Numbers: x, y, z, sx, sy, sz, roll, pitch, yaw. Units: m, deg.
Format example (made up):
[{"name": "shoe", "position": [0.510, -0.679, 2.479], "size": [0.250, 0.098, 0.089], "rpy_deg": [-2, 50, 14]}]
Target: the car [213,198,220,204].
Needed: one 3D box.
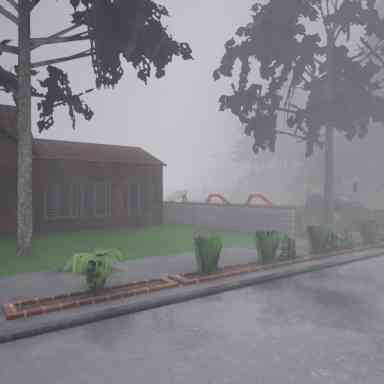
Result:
[{"name": "car", "position": [2.349, 1.547, 54.453], "size": [2.033, 1.411, 5.357], "rpy_deg": [0, 0, -36]}]

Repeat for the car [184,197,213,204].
[{"name": "car", "position": [0.538, 1.601, 49.996], "size": [1.895, 1.301, 4.718], "rpy_deg": [0, 0, -35]}]

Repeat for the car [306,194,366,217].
[{"name": "car", "position": [13.571, 1.219, 31.715], "size": [2.150, 2.045, 5.566], "rpy_deg": [0, 0, -36]}]
